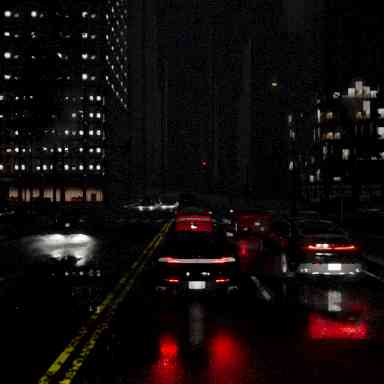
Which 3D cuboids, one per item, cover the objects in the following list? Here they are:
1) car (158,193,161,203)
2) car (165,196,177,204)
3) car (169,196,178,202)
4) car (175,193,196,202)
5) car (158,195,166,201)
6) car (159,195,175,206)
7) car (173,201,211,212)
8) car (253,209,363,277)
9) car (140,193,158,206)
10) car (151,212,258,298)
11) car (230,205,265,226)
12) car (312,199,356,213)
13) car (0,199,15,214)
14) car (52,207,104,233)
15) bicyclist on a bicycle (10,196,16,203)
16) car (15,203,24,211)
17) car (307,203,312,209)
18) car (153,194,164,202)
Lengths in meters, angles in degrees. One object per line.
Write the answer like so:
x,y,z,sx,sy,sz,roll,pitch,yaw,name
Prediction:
-7.311,1.194,63.432,2.150,2.045,5.566,0,0,-1,car
-4.075,1.534,65.183,1.994,1.385,4.181,0,0,0,car
-4.227,1.555,75.412,1.895,1.301,4.718,0,0,-1,car
-0.638,1.213,48.601,2.150,2.045,5.566,0,1,5,car
-7.666,1.463,85.779,1.812,1.442,4.674,0,0,-1,car
-3.948,1.543,55.556,1.994,1.385,4.181,0,0,-1,car
0.079,1.478,18.026,1.882,1.535,5.008,0,0,0,car
3.339,1.506,10.203,1.837,1.490,4.892,0,0,0,car
-7.169,1.332,53.744,2.097,1.767,4.553,0,0,-1,car
0.090,1.493,8.529,2.128,1.511,4.902,0,0,0,car
3.328,1.478,19.428,1.882,1.535,5.008,0,0,0,car
16.294,1.609,37.724,4.181,1.385,1.994,0,-1,2,car
-20.504,1.404,32.576,4.892,1.490,1.837,1,-1,2,car
-6.618,1.565,19.677,1.994,1.385,4.181,0,0,0,car
-25.210,1.397,46.827,0.582,1.620,1.656,0,-1,2,bicyclist on a bicycle
-20.759,1.494,35.833,5.357,1.411,2.033,0,-1,2,car
16.780,1.584,40.964,4.902,1.511,2.128,0,-1,1,car
-7.448,1.316,73.770,2.097,1.767,4.553,0,0,-1,car
